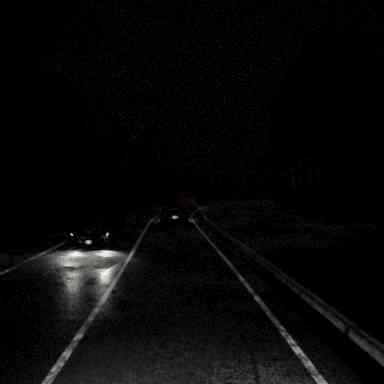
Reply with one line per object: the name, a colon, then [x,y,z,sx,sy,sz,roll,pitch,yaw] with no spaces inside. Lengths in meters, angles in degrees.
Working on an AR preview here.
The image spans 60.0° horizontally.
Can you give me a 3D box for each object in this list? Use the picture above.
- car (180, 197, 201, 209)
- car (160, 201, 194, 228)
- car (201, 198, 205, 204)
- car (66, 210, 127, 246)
car: [-0.463,1.366,40.592,1.882,1.535,5.008,-1,1,9]
car: [-1.172,1.542,22.190,2.033,1.411,5.357,0,0,-3]
car: [0.440,1.507,56.090,1.895,1.301,4.718,-2,-1,24]
car: [-4.167,1.545,15.467,2.033,1.411,5.357,0,0,-4]
